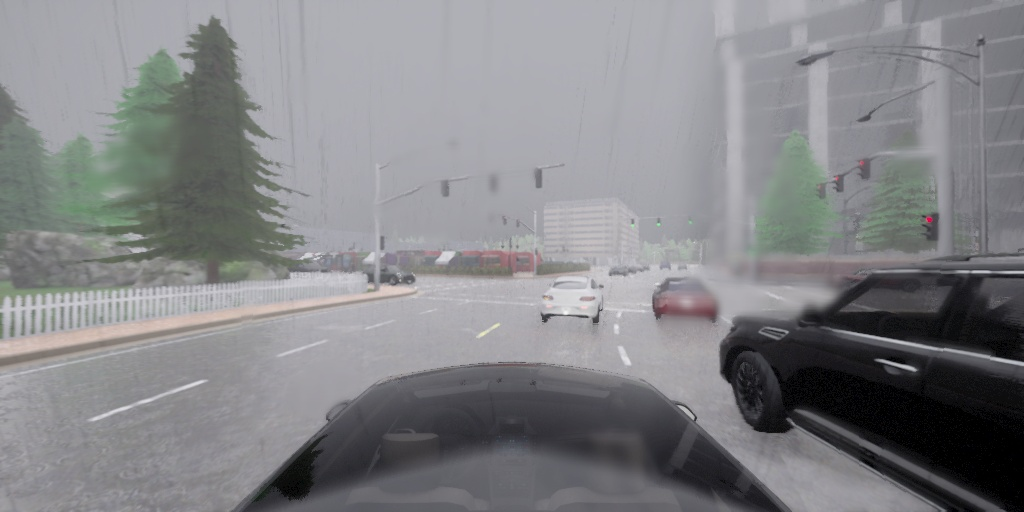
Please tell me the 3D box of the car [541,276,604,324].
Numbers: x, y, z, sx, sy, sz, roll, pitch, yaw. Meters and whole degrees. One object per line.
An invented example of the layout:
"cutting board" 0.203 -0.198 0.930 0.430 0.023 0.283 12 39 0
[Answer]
"car" 2.213 1.425 12.652 1.812 1.442 4.674 0 -1 16

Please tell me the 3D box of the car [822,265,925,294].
"car" 24.491 1.530 24.559 4.553 1.767 2.097 0 -1 26

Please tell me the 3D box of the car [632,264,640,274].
"car" 17.669 2.087 54.227 1.895 1.301 4.718 0 -1 26

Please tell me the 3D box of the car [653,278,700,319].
"car" 6.292 1.483 13.217 1.994 1.385 4.181 0 -1 22

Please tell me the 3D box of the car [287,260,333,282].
"car" -19.752 1.391 34.472 5.566 2.045 2.150 0 -1 26

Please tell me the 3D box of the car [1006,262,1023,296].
"car" 33.086 1.371 20.316 5.566 2.045 2.150 0 -1 26

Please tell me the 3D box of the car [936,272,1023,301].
"car" 26.875 1.644 19.452 4.674 1.442 1.812 0 -1 26

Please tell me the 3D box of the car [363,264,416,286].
"car" -10.176 1.490 29.714 4.553 1.767 2.097 0 -1 27

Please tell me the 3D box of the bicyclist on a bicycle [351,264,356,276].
"bicyclist on a bicycle" -18.173 1.712 41.023 0.582 1.620 1.656 1 -1 -26

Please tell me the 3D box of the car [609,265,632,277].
"car" 13.793 1.935 46.255 1.994 1.385 4.181 0 -1 26

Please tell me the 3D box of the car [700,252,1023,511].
"car" 3.799 0.990 2.444 2.150 2.045 5.566 0 -1 2
